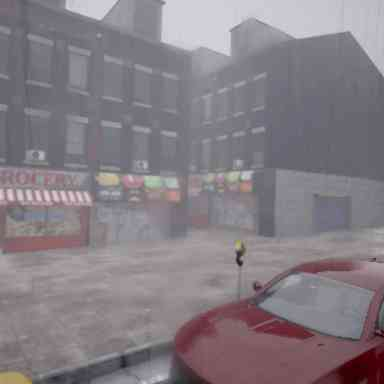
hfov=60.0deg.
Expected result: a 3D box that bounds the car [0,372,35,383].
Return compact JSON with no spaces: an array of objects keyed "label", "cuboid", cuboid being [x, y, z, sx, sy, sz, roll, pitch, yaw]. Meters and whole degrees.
[{"label":"car","cuboid":[-2.793,1.509,0.794,4.829,1.417,1.752,1,1,-35]}]

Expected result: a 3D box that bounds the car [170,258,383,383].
[{"label":"car","cuboid":[1.852,1.580,4.106,4.507,1.381,1.887,1,1,-35]}]
